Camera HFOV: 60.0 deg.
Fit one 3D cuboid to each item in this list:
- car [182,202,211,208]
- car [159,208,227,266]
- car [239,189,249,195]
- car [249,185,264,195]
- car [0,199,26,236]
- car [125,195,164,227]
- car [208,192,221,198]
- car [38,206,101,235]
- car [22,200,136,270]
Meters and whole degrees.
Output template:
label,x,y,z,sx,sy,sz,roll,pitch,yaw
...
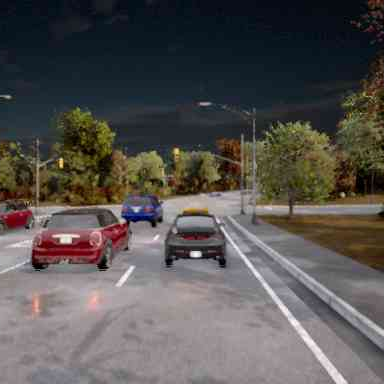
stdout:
label,x,y,z,sx,sy,sz,roll,pitch,yaw
car,0.291,1.437,22.908,1.882,1.535,5.008,0,0,2
car,0.112,1.468,11.449,1.837,1.490,4.892,0,-1,0
car,14.348,-0.050,89.428,1.994,1.385,4.181,0,4,33
car,17.672,-0.162,88.159,1.882,1.535,5.008,0,4,33
car,-10.493,1.312,17.956,2.097,1.767,4.553,0,0,1
car,-3.238,1.181,22.414,2.150,2.045,5.566,0,0,2
car,5.533,0.665,80.588,1.812,1.442,4.674,0,3,26
car,-6.972,1.561,19.507,1.895,1.301,4.718,0,0,1
car,-3.389,1.320,11.092,2.097,1.767,4.553,0,0,0
